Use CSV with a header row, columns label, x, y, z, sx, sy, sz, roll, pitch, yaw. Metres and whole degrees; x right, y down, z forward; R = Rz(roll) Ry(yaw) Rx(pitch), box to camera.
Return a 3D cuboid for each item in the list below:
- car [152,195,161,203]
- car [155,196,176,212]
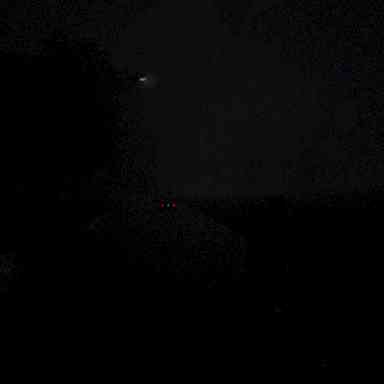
label,x,y,z,sx,sy,sz,roll,pitch,yaw
car,-6.712,1.326,64.529,2.033,1.411,5.357,-1,1,-9
car,-2.814,1.486,38.055,2.033,1.411,5.357,-2,0,-7
